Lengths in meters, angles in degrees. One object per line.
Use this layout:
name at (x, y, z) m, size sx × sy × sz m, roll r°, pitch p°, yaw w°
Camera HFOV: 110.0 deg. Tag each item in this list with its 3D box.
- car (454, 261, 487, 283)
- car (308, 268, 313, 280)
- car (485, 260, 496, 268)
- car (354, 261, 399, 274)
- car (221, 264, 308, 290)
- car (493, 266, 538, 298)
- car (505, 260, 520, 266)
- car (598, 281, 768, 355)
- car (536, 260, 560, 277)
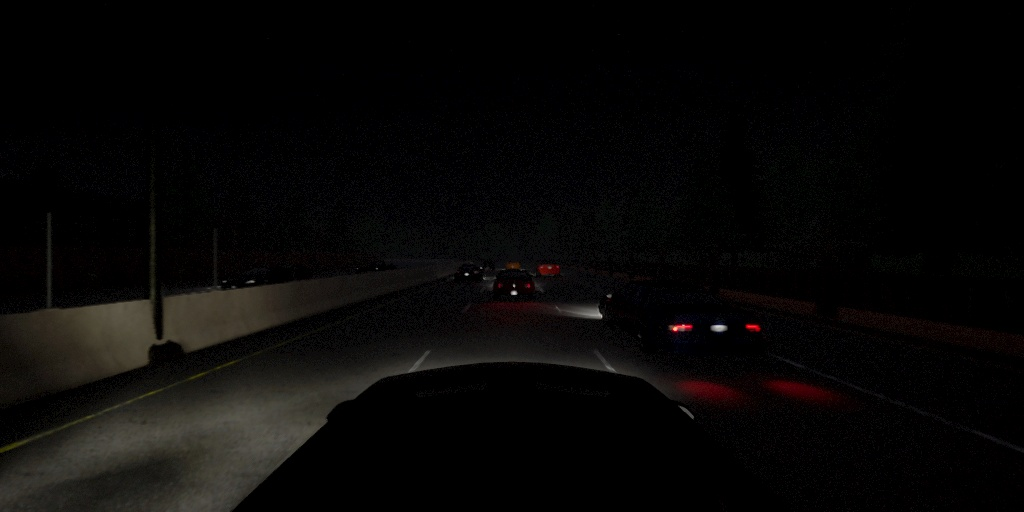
car at (-3.402, 1.349, 28.903) m, size 1.994 × 1.385 × 4.181 m, roll 0°, pitch 0°, yaw 0°
car at (-17.504, 1.330, 28.149) m, size 1.812 × 1.442 × 4.674 m, roll 0°, pitch 0°, yaw 0°
car at (-3.425, 1.322, 53.628) m, size 1.837 × 1.490 × 4.892 m, roll 0°, pitch 0°, yaw -1°
car at (-10.504, 1.033, 28.120) m, size 1.895 × 1.301 × 4.718 m, roll 0°, pitch 0°, yaw 0°
car at (-14.068, 1.299, 20.454) m, size 1.812 × 1.442 × 4.674 m, roll 0°, pitch 0°, yaw 0°
car at (0.098, 1.372, 18.390) m, size 1.895 × 1.301 × 4.718 m, roll 0°, pitch 0°, yaw 0°
car at (0.090, 1.290, 50.222) m, size 1.882 × 1.535 × 5.008 m, roll 0°, pitch 0°, yaw 0°
car at (3.596, 1.307, 8.736) m, size 2.033 × 1.411 × 5.357 m, roll 0°, pitch 0°, yaw 0°
car at (3.595, 1.146, 36.178) m, size 2.097 × 1.767 × 4.553 m, roll 0°, pitch 0°, yaw 0°
